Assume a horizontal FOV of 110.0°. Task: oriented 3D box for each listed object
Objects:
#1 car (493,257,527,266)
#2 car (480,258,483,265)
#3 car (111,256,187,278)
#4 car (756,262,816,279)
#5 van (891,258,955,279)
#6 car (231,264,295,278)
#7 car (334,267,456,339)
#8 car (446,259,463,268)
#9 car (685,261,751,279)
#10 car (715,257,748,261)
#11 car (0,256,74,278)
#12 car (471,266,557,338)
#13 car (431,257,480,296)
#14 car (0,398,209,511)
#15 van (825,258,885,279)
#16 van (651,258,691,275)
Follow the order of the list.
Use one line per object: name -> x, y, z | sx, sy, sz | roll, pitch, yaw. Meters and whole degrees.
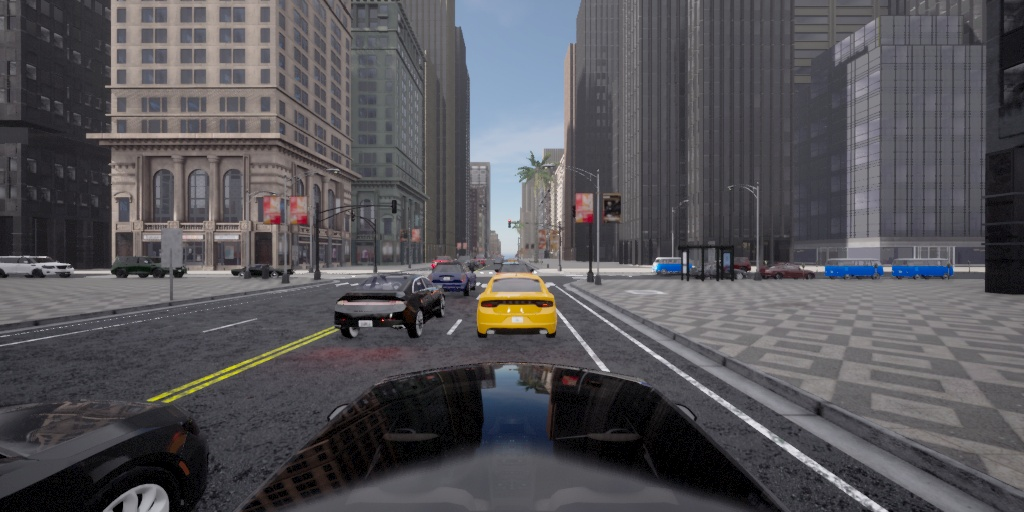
car -> 0.126, 1.102, 19.302 | 2.097, 1.767, 4.553 | 0, 0, 0
car -> -6.495, 1.355, 60.291 | 1.895, 1.301, 4.718 | 0, 0, 0
car -> -33.016, 1.008, 32.671 | 5.566, 2.045, 2.150 | 0, 0, 0
car -> 22.790, 1.326, 29.839 | 4.207, 1.307, 1.802 | 0, 0, 0
van -> 34.144, 1.079, 29.827 | 3.998, 1.789, 1.690 | 0, 0, 0
car -> -22.543, 1.375, 32.601 | 4.718, 1.301, 1.895 | 0, 0, 0
car -> -3.139, 1.241, 10.139 | 2.128, 1.511, 4.902 | 0, 0, 0
car -> -9.734, 1.245, 61.156 | 2.128, 1.511, 4.902 | 0, 0, 1
car -> 17.112, 1.299, 29.846 | 4.403, 1.370, 2.007 | 0, 0, 0
car -> 22.798, 1.035, 38.364 | 5.009, 1.841, 2.192 | 0, 0, 0
car -> -43.723, 1.021, 32.744 | 5.566, 2.045, 2.150 | 0, 0, 0
car -> 0.110, 1.227, 10.229 | 1.882, 1.535, 5.008 | 0, 0, 0
car -> -3.124, 1.102, 19.278 | 2.097, 1.767, 4.553 | 0, 0, 0
car -> -3.151, 1.255, 0.623 | 1.837, 1.490, 4.892 | 0, 0, 0
van -> 28.467, 1.082, 29.833 | 3.998, 1.789, 1.690 | 0, 0, 0
van -> 17.120, 1.065, 38.371 | 3.998, 1.789, 1.690 | 0, 0, 0
